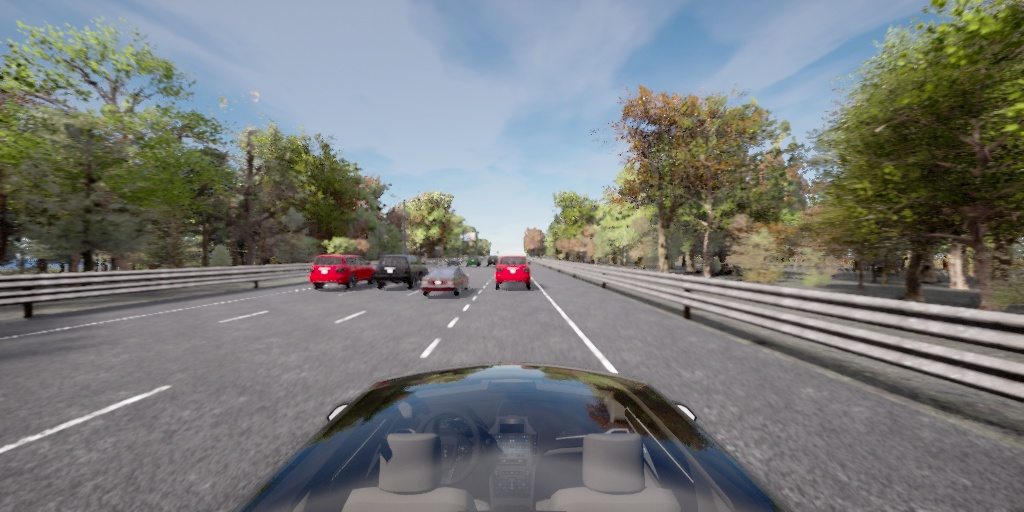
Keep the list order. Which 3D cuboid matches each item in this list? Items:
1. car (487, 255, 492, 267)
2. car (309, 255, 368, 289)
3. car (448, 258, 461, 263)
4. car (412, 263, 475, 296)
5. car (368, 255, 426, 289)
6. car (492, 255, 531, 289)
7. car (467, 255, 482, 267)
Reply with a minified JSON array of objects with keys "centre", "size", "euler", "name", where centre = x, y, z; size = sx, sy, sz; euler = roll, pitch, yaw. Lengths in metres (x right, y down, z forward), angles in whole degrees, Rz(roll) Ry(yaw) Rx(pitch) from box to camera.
[{"centre":[-3.264,0.894,65.122],"size":[2.150,2.045,5.566],"euler":[0,0,0],"name":"car"},{"centre":[-10.433,0.944,22.655],"size":[2.150,2.045,5.566],"euler":[0,0,0],"name":"car"},{"centre":[-10.275,1.178,64.409],"size":[1.837,1.490,4.892],"euler":[0,1,0],"name":"car"},{"centre":[-3.452,1.273,19.272],"size":[2.033,1.411,5.357],"euler":[0,0,1],"name":"car"},{"centre":[-6.930,0.943,23.114],"size":[2.150,2.045,5.566],"euler":[0,0,0],"name":"car"},{"centre":[0.070,0.944,23.144],"size":[2.150,2.045,5.566],"euler":[0,0,0],"name":"car"},{"centre":[-6.767,0.894,64.750],"size":[2.150,2.045,5.566],"euler":[0,0,0],"name":"car"}]
